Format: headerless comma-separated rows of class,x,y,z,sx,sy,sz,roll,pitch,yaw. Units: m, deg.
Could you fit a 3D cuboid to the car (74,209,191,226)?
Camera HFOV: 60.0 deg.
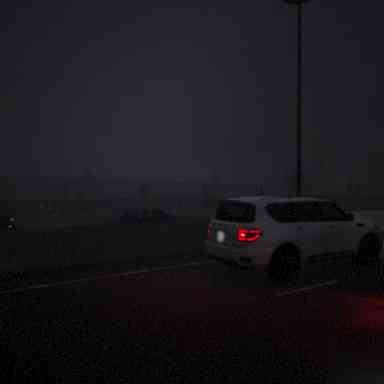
car,-2.510,1.454,14.641,5.357,1.411,2.033,0,0,-31

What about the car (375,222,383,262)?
car,6.517,1.407,7.452,4.892,1.490,1.837,-1,0,-29

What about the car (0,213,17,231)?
car,-10.068,1.440,13.831,4.902,1.511,2.128,-1,0,-34

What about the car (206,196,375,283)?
car,3.038,1.131,9.548,5.566,2.045,2.150,-1,0,-30
